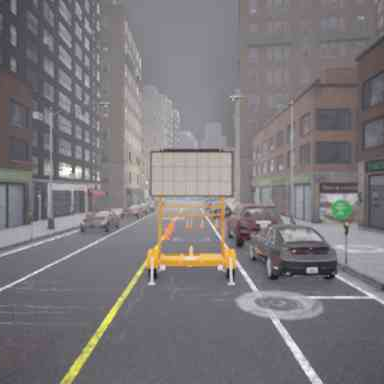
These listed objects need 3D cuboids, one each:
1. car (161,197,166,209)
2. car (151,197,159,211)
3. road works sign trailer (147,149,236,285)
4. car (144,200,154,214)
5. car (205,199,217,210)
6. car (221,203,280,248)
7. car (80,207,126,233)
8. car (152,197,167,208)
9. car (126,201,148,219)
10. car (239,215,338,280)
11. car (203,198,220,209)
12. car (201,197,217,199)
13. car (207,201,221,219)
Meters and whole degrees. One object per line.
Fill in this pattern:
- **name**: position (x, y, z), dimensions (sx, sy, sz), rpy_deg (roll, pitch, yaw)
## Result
- **car**: position (-5.740, 1.732, 54.077), dimensions (2.192, 1.841, 5.009), rpy_deg (-1, 0, 0)
- **car**: position (-5.726, 1.778, 43.060), dimensions (1.967, 1.590, 4.097), rpy_deg (-1, 0, 0)
- **road works sign trailer**: position (-0.012, 0.543, 9.729), dimensions (2.380, 3.560, 2.880), rpy_deg (0, 0, 0)
- **car**: position (-5.718, 1.878, 37.551), dimensions (1.802, 1.307, 4.206), rpy_deg (-1, 0, 0)
- **car**: position (2.807, 1.823, 37.743), dimensions (1.752, 1.417, 4.829), rpy_deg (-1, 0, 0)
- **car**: position (2.830, 1.441, 15.551), dimensions (2.192, 1.841, 5.009), rpy_deg (-1, 0, 0)
- **car**: position (-5.699, 1.751, 21.029), dimensions (1.802, 1.307, 4.206), rpy_deg (-1, 0, 0)
- **car**: position (-5.747, 1.771, 59.584), dimensions (2.192, 1.841, 5.009), rpy_deg (-1, 0, 0)
- **car**: position (-5.712, 1.837, 32.044), dimensions (1.802, 1.307, 4.206), rpy_deg (-1, 0, 0)
- **car**: position (2.839, 1.632, 10.042), dimensions (2.008, 1.369, 4.403), rpy_deg (-1, 0, 0)
- **car**: position (2.794, 1.943, 48.585), dimensions (1.947, 1.339, 4.313), rpy_deg (-1, 0, 0)
- **car**: position (2.788, 1.983, 54.092), dimensions (1.947, 1.339, 4.313), rpy_deg (-1, 0, 0)
- **car**: position (2.813, 1.821, 32.067), dimensions (1.947, 1.339, 4.313), rpy_deg (-1, 0, 0)
